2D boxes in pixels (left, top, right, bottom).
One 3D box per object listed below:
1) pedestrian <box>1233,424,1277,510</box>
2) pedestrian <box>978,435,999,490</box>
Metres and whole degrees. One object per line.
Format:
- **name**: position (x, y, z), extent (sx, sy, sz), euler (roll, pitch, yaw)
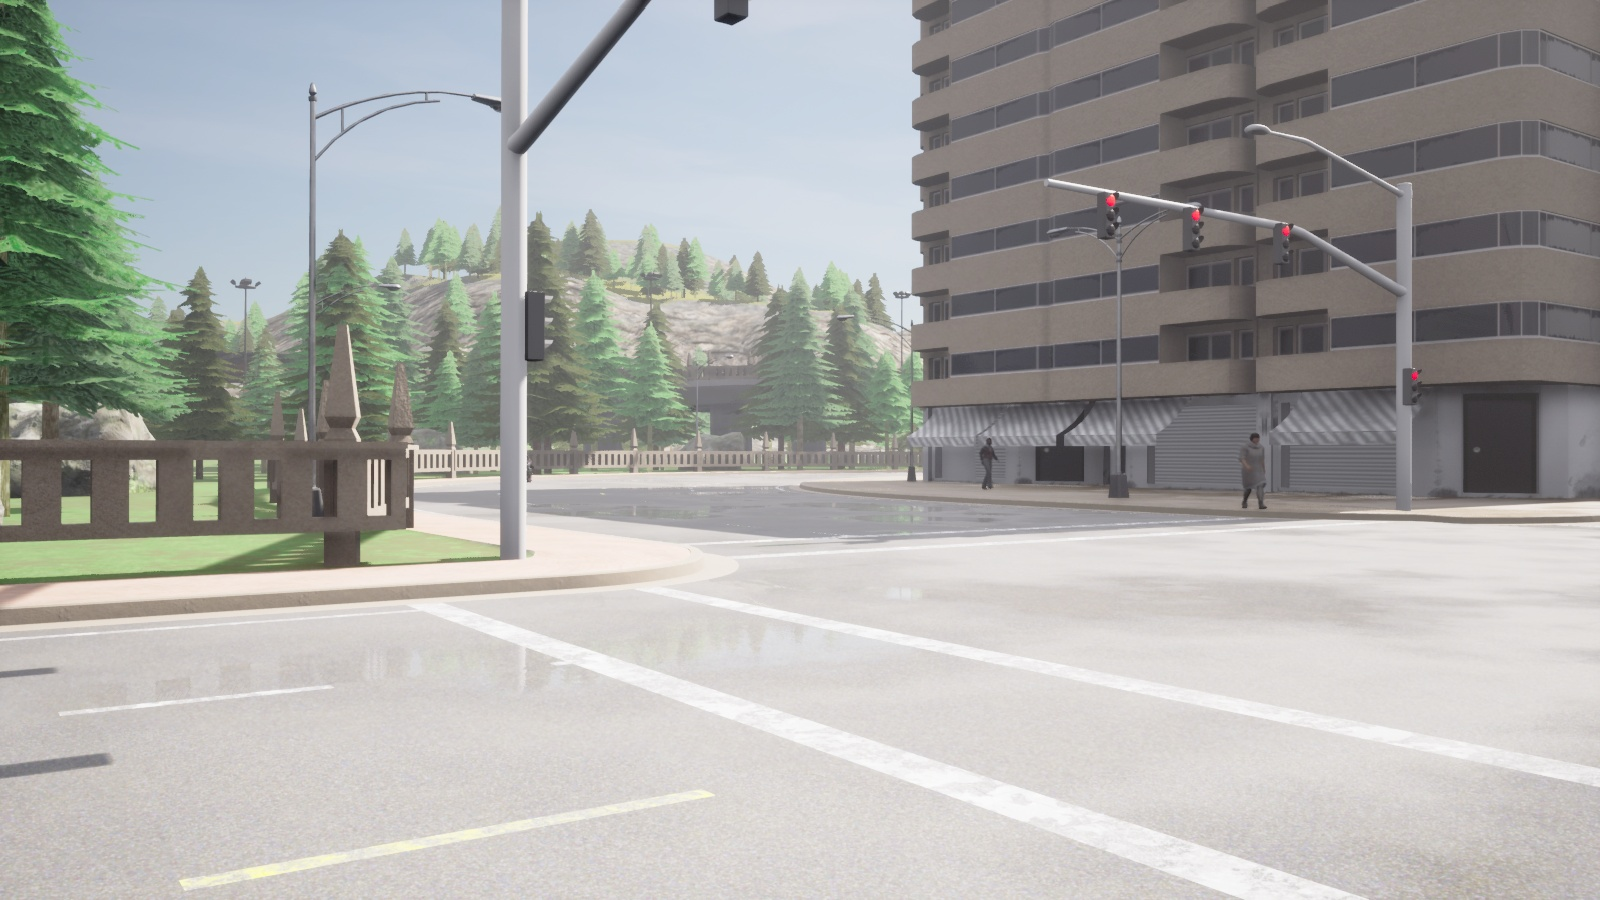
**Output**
- **pedestrian**: position (10.581, 0.392, 29.212), extent (0.659, 1.952, 0.873), euler (0, 0, -5)
- **pedestrian**: position (6.650, 0.444, 44.334), extent (0.402, 1.930, 0.666), euler (0, 0, -35)
